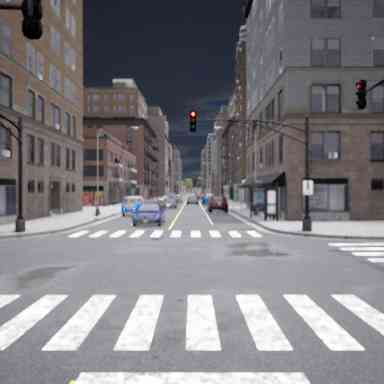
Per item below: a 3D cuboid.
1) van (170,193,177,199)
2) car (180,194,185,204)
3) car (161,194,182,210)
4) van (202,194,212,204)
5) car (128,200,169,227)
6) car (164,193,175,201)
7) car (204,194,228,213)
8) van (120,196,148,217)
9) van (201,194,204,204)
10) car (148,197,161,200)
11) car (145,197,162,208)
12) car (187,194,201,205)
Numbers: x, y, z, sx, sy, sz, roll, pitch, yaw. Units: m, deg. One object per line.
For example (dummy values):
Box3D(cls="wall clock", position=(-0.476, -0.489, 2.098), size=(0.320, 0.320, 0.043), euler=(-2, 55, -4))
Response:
Box3D(cls="van", position=(-5.270, 1.179, 95.242), size=(1.690, 1.788, 3.998), euler=(0, 0, 0))
Box3D(cls="car", position=(-2.674, 1.511, 59.742), size=(1.994, 1.385, 4.181), euler=(0, 0, 0))
Box3D(cls="car", position=(-2.791, 1.422, 41.816), size=(2.128, 1.511, 4.902), euler=(0, 0, 0))
Box3D(cls="van", position=(2.759, 1.236, 62.795), size=(1.690, 1.788, 3.998), euler=(0, 0, 0))
Box3D(cls="car", position=(-2.822, 1.489, 22.586), size=(1.812, 1.442, 4.674), euler=(0, 0, 0))
Box3D(cls="car", position=(-5.295, 1.181, 79.023), size=(2.192, 1.841, 5.009), euler=(0, 0, 0))
Box3D(cls="car", position=(2.749, 1.256, 35.764), size=(2.192, 1.841, 5.009), euler=(0, 0, 0))
Box3D(cls="van", position=(-5.371, 1.291, 30.367), size=(1.690, 1.788, 3.998), euler=(0, 0, 0))
Box3D(cls="van", position=(2.755, 1.254, 51.983), size=(1.690, 1.788, 3.998), euler=(0, 0, 0))
Box3D(cls="car", position=(-5.354, 1.498, 41.180), size=(1.947, 1.339, 4.313), euler=(0, 0, 0))
Box3D(cls="car", position=(-5.346, 1.467, 46.586), size=(1.887, 1.381, 4.507), euler=(0, 0, 0))
Box3D(cls="car", position=(0.127, 1.471, 55.878), size=(1.994, 1.385, 4.181), euler=(0, 0, 1))
